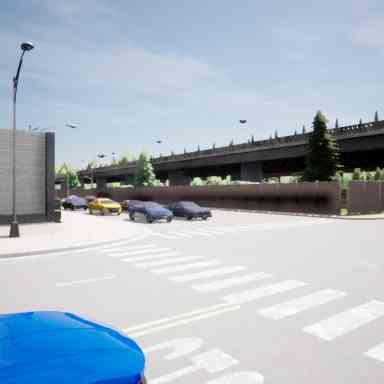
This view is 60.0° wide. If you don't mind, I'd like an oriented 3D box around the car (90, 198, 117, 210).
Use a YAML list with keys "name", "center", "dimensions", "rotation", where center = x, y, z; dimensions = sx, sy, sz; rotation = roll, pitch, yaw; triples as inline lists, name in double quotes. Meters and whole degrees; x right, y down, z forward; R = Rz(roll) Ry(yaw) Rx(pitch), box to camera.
- name: "car"
  center: [-11.430, 1.470, 42.557]
  dimensions: [1.812, 1.442, 4.674]
  rotation: [0, 0, -36]

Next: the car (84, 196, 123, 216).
- name: "car"
  center: [-8.575, 1.422, 32.515]
  dimensions: [1.882, 1.535, 5.008]
  rotation: [0, 0, -36]

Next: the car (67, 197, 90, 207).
- name: "car"
  center: [-17.461, 1.492, 51.001]
  dimensions: [2.033, 1.411, 5.357]
  rotation: [0, 0, -35]

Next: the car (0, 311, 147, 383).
- name: "car"
  center: [-2.633, 1.478, 1.896]
  dimensions: [5.008, 1.535, 1.882]
  rotation: [0, 0, -36]

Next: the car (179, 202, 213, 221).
- name: "car"
  center: [-0.607, 1.492, 27.380]
  dimensions: [2.033, 1.411, 5.357]
  rotation: [0, 0, -36]

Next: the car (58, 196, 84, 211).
- name: "car"
  center: [-14.270, 1.492, 40.495]
  dimensions: [2.033, 1.411, 5.357]
  rotation: [0, 0, -35]

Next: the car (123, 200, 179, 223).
- name: "car"
  center: [-3.209, 1.470, 25.009]
  dimensions: [1.812, 1.442, 4.674]
  rotation: [0, 0, -36]

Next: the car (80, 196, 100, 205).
- name: "car"
  center: [-17.819, 1.422, 57.828]
  dimensions: [1.882, 1.535, 5.008]
  rotation: [0, 0, -36]

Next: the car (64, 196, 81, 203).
- name: "car"
  center: [-23.745, 1.469, 65.948]
  dimensions: [1.812, 1.442, 4.674]
  rotation: [0, 0, -36]

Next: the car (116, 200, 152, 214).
- name: "car"
  center: [-6.176, 1.545, 35.183]
  dimensions: [1.895, 1.301, 4.718]
  rotation: [0, 0, -35]
